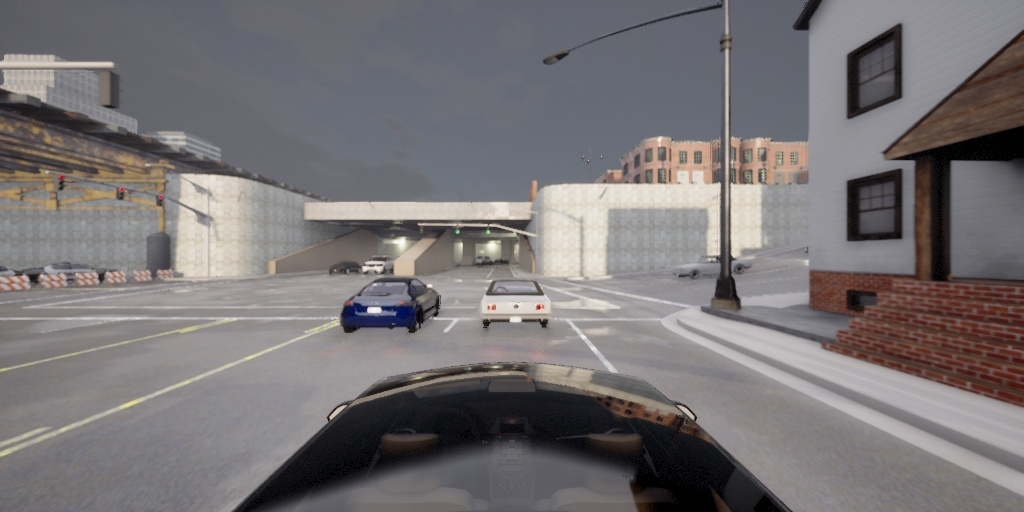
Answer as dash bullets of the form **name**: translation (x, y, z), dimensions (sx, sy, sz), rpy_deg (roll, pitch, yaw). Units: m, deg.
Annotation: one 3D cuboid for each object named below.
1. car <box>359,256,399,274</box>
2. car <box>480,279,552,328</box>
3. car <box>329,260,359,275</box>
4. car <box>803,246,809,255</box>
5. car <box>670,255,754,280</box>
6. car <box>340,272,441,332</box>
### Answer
- **car**: translation (-14.812, 0.966, 40.308), dimensions (2.150, 2.045, 5.566), rpy_deg (0, 0, -2)
- **car**: translation (0.052, 1.370, 11.443), dimensions (1.895, 1.301, 4.718), rpy_deg (0, -1, -1)
- **car**: translation (-18.293, 1.223, 39.505), dimensions (1.882, 1.535, 5.008), rpy_deg (0, 0, -1)
- **car**: translation (22.479, -1.128, 23.767), dimensions (5.357, 1.411, 2.033), rpy_deg (-13, 0, 0)
- **car**: translation (13.083, 0.661, 23.702), dimensions (4.718, 1.301, 1.895), rpy_deg (-7, 0, 0)
- **car**: translation (-3.438, 1.327, 10.869), dimensions (1.994, 1.385, 4.181), rpy_deg (0, -1, -1)
